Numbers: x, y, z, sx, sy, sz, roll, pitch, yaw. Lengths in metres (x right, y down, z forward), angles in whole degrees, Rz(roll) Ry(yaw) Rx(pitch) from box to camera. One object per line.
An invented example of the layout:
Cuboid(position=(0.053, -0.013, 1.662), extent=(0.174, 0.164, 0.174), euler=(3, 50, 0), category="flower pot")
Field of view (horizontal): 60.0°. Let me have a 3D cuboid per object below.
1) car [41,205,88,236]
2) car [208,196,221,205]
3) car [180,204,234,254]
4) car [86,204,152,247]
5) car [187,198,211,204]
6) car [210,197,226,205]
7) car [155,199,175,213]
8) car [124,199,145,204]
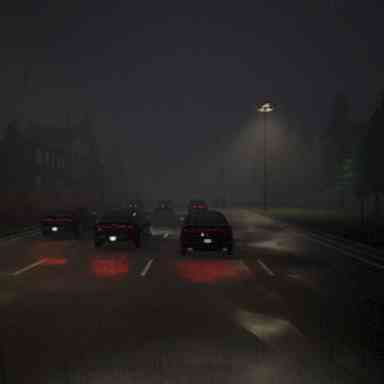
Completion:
Cuboid(position=(-6.476, 1.488, 18.110), extent=(1.837, 1.490, 4.892), euler=(0, 0, 0), category="car")
Cuboid(position=(3.944, 1.507, 58.987), extent=(2.033, 1.411, 5.357), euler=(0, 0, 0), category="car")
Cuboid(position=(0.522, 1.468, 13.462), extent=(1.882, 1.535, 5.008), euler=(0, 0, 0), category="car")
Cuboid(position=(-2.977, 1.492, 14.949), extent=(1.837, 1.490, 4.892), euler=(0, 0, 0), category="car")
Cuboid(position=(0.531, 1.482, 32.065), extent=(1.837, 1.490, 4.892), euler=(0, 0, 0), category="car")
Cuboid(position=(3.939, 1.472, 48.568), extent=(1.837, 1.490, 4.892), euler=(0, 0, 0), category="car")
Cuboid(position=(-2.966, 1.519, 36.520), extent=(2.033, 1.411, 5.357), euler=(0, 0, 0), category="car")
Cuboid(position=(-6.466, 1.516, 37.340), extent=(2.033, 1.411, 5.357), euler=(0, 0, 0), category="car")
